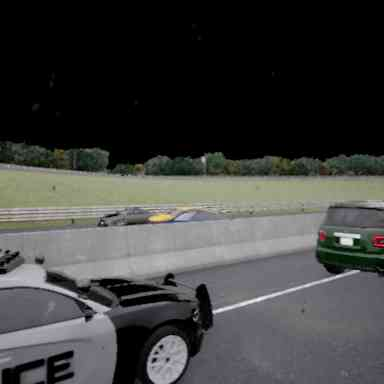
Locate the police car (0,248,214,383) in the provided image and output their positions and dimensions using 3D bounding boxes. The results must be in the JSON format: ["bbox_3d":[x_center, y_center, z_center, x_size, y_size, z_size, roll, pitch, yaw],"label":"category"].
[{"bbox_3d":[-2.026,1.476,3.666,5.238,1.638,1.930,0,-1,-37],"label":"police car"}]

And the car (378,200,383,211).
[{"bbox_3d":[29.190,1.906,48.449,4.674,1.442,1.812,0,-1,-37],"label":"car"}]

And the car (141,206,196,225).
[{"bbox_3d":[-0.416,1.702,21.298,5.008,1.535,1.882,0,-1,-37],"label":"car"}]

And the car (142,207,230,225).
[{"bbox_3d":[0.034,1.706,17.239,4.674,1.442,1.812,0,-1,-37],"label":"car"}]

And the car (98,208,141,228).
[{"bbox_3d":[-4.223,1.821,22.794,4.181,1.385,1.994,0,-1,-37],"label":"car"}]

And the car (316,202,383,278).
[{"bbox_3d":[5.873,1.299,9.683,5.566,2.045,2.150,0,-1,-37],"label":"car"}]
